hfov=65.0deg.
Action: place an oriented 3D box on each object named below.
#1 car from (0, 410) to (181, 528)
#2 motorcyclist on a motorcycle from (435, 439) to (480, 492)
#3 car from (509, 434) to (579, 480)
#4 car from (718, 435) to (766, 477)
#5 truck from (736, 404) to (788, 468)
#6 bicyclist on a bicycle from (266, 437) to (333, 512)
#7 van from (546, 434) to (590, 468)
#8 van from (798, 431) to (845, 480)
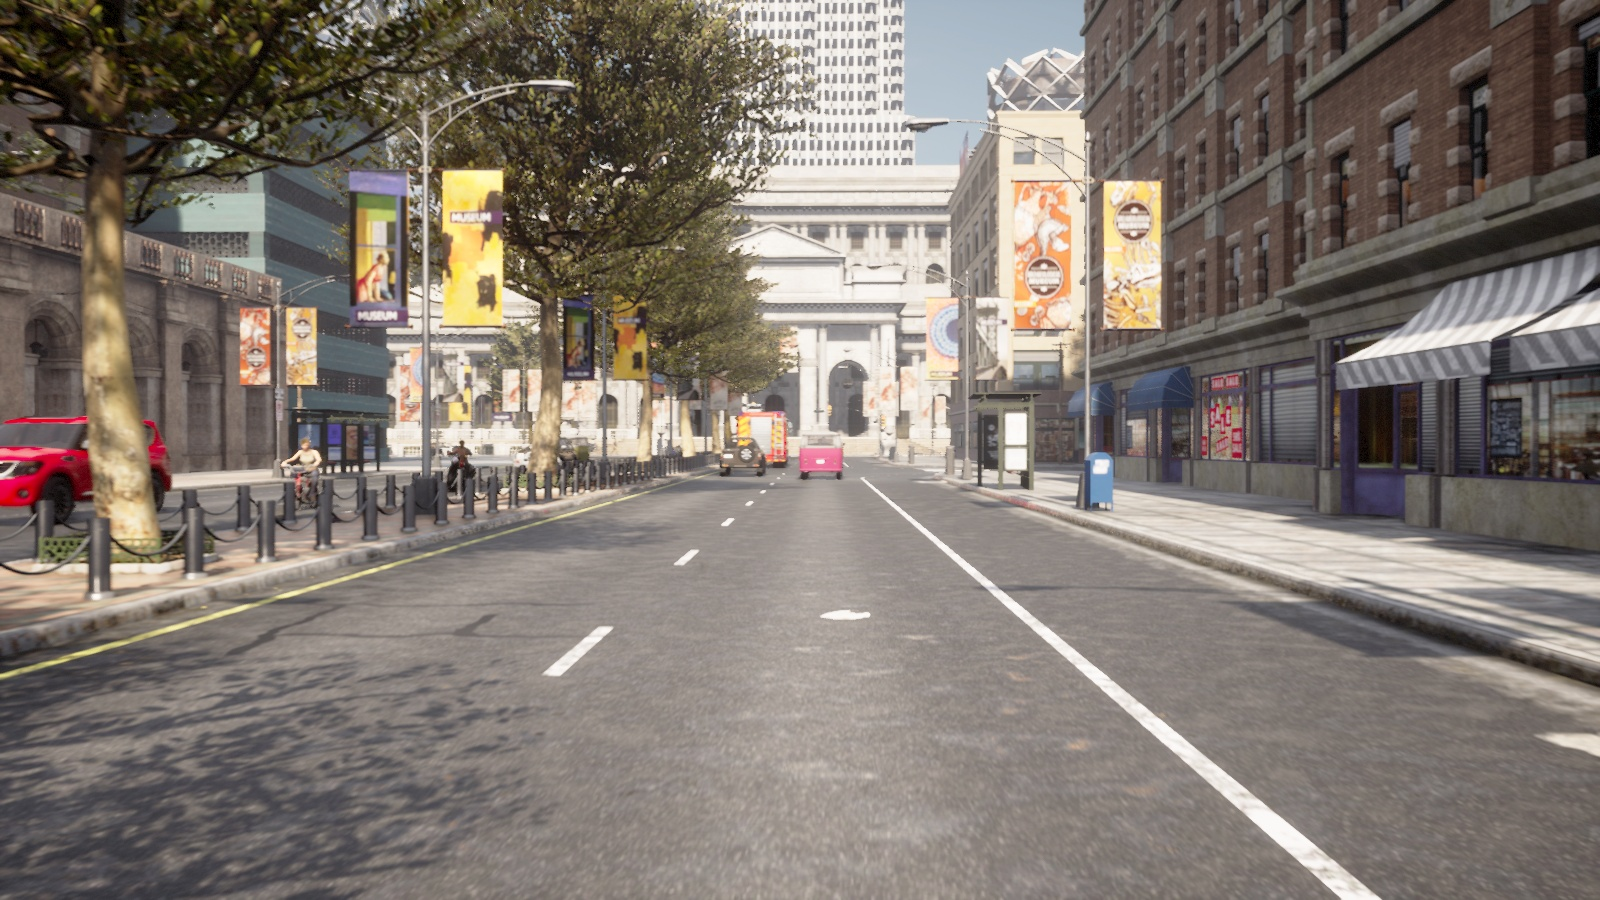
[{"bbox_3d":[-14.608,0.314,24.615,2.150,2.045,5.566,0,0,1],"label":"car"},{"bbox_3d":[-10.875,0.462,39.928,0.766,1.649,2.350,0,0,1],"label":"motorcyclist on a motorcycle"},{"bbox_3d":[-10.679,0.256,52.762,1.932,1.855,4.605,0,0,1],"label":"car"},{"bbox_3d":[-2.610,0.238,57.281,1.932,1.855,4.605,0,0,1],"label":"car"},{"bbox_3d":[-2.281,-0.864,78.799,2.891,3.827,8.468,0,0,1],"label":"truck"},{"bbox_3d":[-11.064,0.516,27.823,0.866,1.612,1.509,0,0,1],"label":"bicyclist on a bicycle"},{"bbox_3d":[-13.841,0.064,75.050,1.775,1.987,4.442,0,0,1],"label":"van"},{"bbox_3d":[0.926,0.202,52.802,1.775,1.987,4.442,0,0,4],"label":"van"}]
